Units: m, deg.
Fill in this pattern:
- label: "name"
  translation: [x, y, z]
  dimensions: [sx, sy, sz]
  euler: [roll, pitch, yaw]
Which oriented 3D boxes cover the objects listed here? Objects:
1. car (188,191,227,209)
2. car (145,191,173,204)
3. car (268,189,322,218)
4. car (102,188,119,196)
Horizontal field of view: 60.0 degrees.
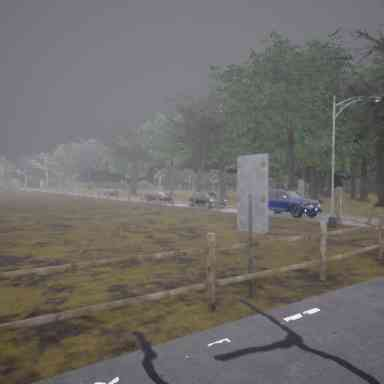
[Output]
- label: "car"
  translation: [1.571, 0.730, 34.440]
  dimensions: [2.097, 1.767, 4.553]
  euler: [0, 1, -34]
- label: "car"
  translation: [-4.309, 0.615, 42.717]
  dimensions: [1.882, 1.535, 5.008]
  euler: [0, 1, -35]
- label: "car"
  translation: [7.383, 0.836, 26.269]
  dimensions: [2.150, 2.045, 5.566]
  euler: [0, 1, -36]
- label: "car"
  translation: [-15.595, 0.083, 63.651]
  dimensions: [1.837, 1.490, 4.892]
  euler: [0, 1, -35]
